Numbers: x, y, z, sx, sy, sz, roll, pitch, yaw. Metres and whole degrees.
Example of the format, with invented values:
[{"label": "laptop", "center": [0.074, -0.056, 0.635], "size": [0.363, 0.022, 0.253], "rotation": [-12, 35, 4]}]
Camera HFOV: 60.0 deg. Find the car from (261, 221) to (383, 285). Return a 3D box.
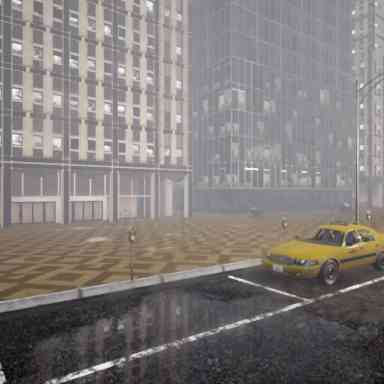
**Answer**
[{"label": "car", "center": [4.036, 1.525, 9.454], "size": [4.829, 1.417, 1.752], "rotation": [0, 0, -36]}]
